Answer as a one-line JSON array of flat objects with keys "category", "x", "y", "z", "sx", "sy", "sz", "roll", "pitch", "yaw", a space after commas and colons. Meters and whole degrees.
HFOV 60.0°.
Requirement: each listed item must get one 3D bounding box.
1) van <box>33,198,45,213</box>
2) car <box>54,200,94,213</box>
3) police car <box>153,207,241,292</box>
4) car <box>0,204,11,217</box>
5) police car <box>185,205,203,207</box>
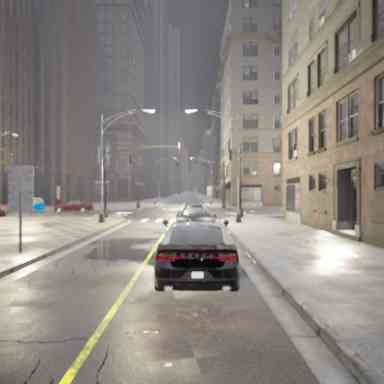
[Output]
[{"category": "van", "x": -19.562, "y": 1.556, "z": 39.298, "sx": 3.998, "sy": 1.788, "sz": 1.690, "roll": -1, "pitch": 0, "yaw": 0}, {"category": "car", "x": -13.935, "y": 1.692, "z": 39.272, "sx": 4.507, "sy": 1.381, "sz": 1.887, "roll": -1, "pitch": 0, "yaw": 0}, {"category": "police car", "x": 0.112, "y": 1.419, "z": 9.087, "sx": 1.930, "sy": 1.638, "sz": 5.238, "roll": 0, "pitch": 0, "yaw": 0}, {"category": "car", "x": -19.594, "y": 1.496, "z": 30.773, "sx": 5.009, "sy": 1.841, "sz": 2.192, "roll": -1, "pitch": 0, "yaw": 0}, {"category": "police car", "x": 0.131, "y": 1.493, "z": 18.692, "sx": 2.038, "sy": 1.542, "sz": 4.974, "roll": 0, "pitch": 0, "yaw": 0}]
